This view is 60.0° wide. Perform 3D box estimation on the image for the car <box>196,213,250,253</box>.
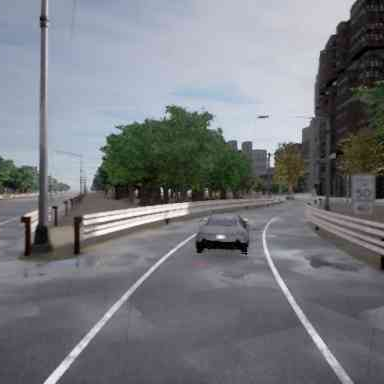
[{"bbox_3d":[1.381,1.572,13.824,1.994,1.385,4.181,0,0,10],"label":"car"}]
